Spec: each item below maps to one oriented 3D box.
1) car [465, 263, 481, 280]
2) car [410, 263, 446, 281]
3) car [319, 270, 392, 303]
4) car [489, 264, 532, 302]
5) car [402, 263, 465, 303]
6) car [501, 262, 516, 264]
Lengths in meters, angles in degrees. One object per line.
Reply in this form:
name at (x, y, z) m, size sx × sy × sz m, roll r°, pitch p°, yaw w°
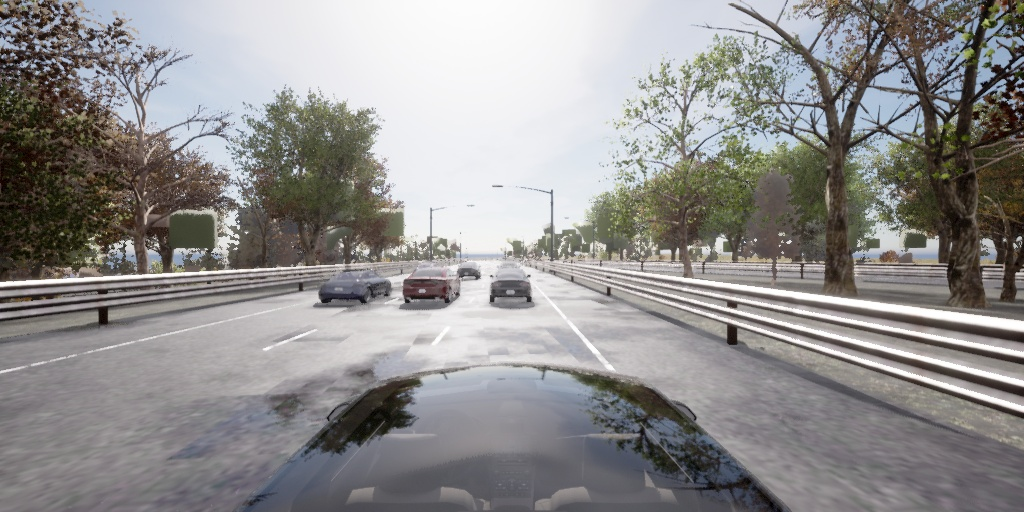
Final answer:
car at (-3.798, 1.296, 31.706) m, size 1.812 × 1.442 × 4.674 m, roll 0°, pitch 0°, yaw -1°
car at (-7.298, 1.326, 31.637) m, size 2.033 × 1.411 × 5.357 m, roll 0°, pitch 0°, yaw -1°
car at (-7.075, 1.325, 16.621) m, size 1.994 × 1.385 × 4.181 m, roll 0°, pitch 0°, yaw -1°
car at (-0.075, 1.285, 16.690) m, size 1.812 × 1.442 × 4.674 m, roll 0°, pitch 0°, yaw -1°
car at (-3.576, 1.237, 16.655) m, size 1.882 × 1.535 × 5.008 m, roll 0°, pitch 0°, yaw -1°
car at (-0.300, 1.279, 31.775) m, size 1.837 × 1.490 × 4.892 m, roll 0°, pitch 0°, yaw -1°
